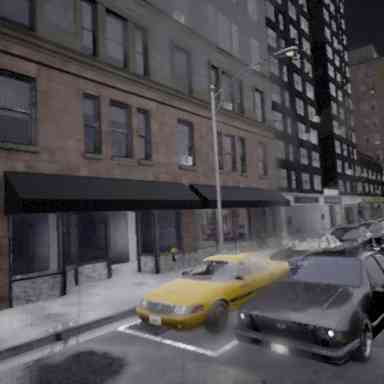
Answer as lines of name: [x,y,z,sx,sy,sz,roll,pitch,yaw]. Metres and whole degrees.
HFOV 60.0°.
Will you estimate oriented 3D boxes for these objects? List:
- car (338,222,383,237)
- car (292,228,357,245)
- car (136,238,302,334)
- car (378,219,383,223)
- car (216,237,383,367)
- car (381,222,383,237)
car: [7.816,2.414,16.552,1.947,1.339,4.313,-7,-6,39]
car: [4.378,2.272,12.375,2.008,1.369,4.403,-7,-6,39]
car: [0.830,2.115,8.066,1.752,1.417,4.829,-7,-6,39]
car: [11.254,2.540,20.731,1.947,1.339,4.313,-7,-6,39]
car: [3.055,1.918,6.758,2.033,1.411,5.357,-7,-6,43]
car: [10.244,2.186,15.527,2.033,1.411,5.357,-7,-6,39]
